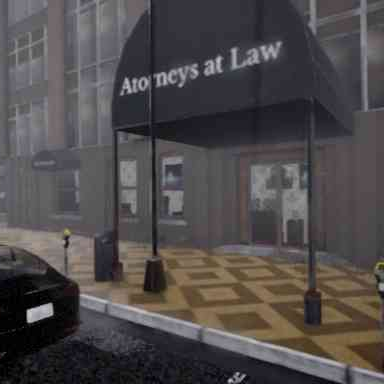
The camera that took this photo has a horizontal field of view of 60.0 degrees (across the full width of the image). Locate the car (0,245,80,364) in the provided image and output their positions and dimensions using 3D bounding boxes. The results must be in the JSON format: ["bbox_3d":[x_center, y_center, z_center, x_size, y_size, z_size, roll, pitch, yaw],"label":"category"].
[{"bbox_3d":[-3.612,1.521,5.263,4.313,1.339,1.947,0,0,33],"label":"car"}]
